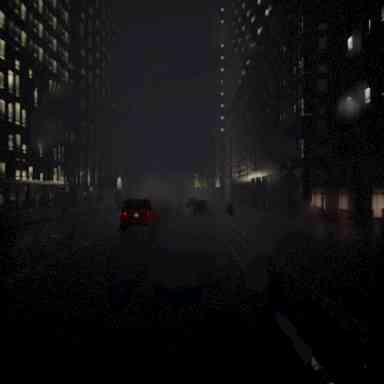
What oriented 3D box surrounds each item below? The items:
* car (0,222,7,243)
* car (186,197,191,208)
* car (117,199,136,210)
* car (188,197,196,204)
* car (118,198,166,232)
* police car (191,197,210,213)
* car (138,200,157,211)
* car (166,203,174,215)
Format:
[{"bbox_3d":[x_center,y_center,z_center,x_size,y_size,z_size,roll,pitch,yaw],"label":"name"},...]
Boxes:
[{"bbox_3d":[-9.803,1.679,14.101,1.994,1.385,4.181,0,0,1],"label":"car"},{"bbox_3d":[0.010,1.972,59.345,1.837,1.490,4.892,0,0,0],"label":"car"},{"bbox_3d":[-9.801,1.899,49.806,1.837,1.490,4.892,0,0,0],"label":"car"},{"bbox_3d":[0.013,1.870,74.217,1.882,1.535,5.008,0,0,0],"label":"car"},{"bbox_3d":[-3.148,1.400,21.482,2.150,2.045,5.566,0,0,0],"label":"car"},{"bbox_3d":[1.145,1.759,41.400,1.930,1.638,5.238,0,0,0],"label":"police car"},{"bbox_3d":[-6.545,1.943,49.814,2.033,1.411,5.357,0,0,1],"label":"car"},{"bbox_3d":[-3.140,1.907,38.031,1.895,1.301,4.718,0,0,0],"label":"car"}]
